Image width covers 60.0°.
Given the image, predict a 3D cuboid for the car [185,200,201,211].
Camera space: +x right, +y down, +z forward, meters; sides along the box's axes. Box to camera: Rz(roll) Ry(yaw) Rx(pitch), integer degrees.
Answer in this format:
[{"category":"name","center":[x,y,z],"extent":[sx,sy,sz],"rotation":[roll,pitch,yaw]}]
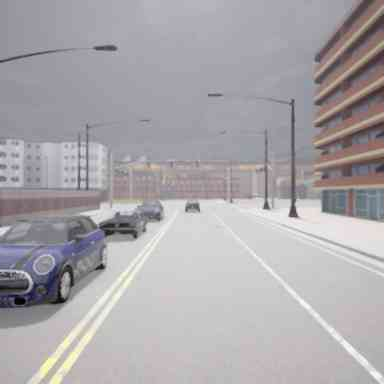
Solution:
[{"category":"car","center":[0.092,1.703,42.847],"extent":[1.812,1.442,4.674],"rotation":[0,0,0]}]

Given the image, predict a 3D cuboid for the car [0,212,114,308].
[{"category":"car","center":[-3.598,1.387,8.212],"extent":[2.097,1.767,4.553],"rotation":[0,0,0]}]

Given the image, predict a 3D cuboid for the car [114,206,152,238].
[{"category":"car","center":[-3.596,1.677,18.206],"extent":[1.895,1.301,4.718],"rotation":[0,0,0]}]

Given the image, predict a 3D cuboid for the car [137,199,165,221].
[{"category":"car","center":[-3.550,1.470,28.383],"extent":[2.097,1.767,4.553],"rotation":[0,0,0]}]
